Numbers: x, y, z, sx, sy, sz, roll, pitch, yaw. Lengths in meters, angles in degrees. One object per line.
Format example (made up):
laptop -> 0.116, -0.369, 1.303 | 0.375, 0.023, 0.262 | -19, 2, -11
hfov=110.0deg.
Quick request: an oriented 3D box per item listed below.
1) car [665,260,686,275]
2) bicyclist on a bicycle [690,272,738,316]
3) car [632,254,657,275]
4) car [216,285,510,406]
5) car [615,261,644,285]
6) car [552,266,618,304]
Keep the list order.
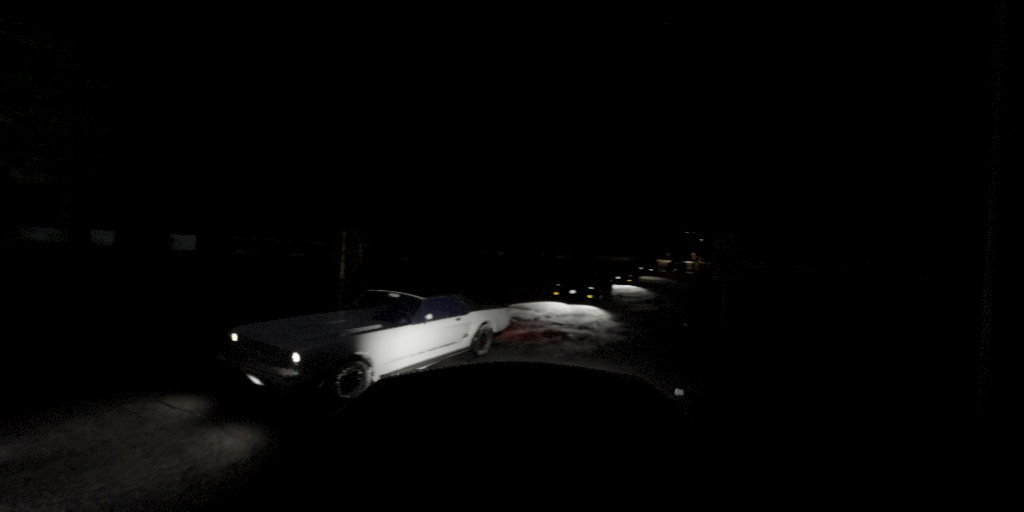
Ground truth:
car -> 18.436, 1.242, 40.267 | 1.812, 1.442, 4.674 | 3, 2, 26
bicyclist on a bicycle -> 7.760, 1.443, 13.760 | 1.656, 1.620, 0.582 | 4, 1, 26
car -> 13.952, 0.838, 37.712 | 2.150, 2.045, 5.566 | 3, 2, 27
car -> -1.975, 1.222, 6.228 | 1.895, 1.301, 4.718 | 3, 1, 30
car -> 8.076, 1.275, 26.019 | 1.994, 1.385, 4.181 | 3, 2, 26
car -> 3.383, 1.295, 16.586 | 1.994, 1.385, 4.181 | 3, 1, 26
